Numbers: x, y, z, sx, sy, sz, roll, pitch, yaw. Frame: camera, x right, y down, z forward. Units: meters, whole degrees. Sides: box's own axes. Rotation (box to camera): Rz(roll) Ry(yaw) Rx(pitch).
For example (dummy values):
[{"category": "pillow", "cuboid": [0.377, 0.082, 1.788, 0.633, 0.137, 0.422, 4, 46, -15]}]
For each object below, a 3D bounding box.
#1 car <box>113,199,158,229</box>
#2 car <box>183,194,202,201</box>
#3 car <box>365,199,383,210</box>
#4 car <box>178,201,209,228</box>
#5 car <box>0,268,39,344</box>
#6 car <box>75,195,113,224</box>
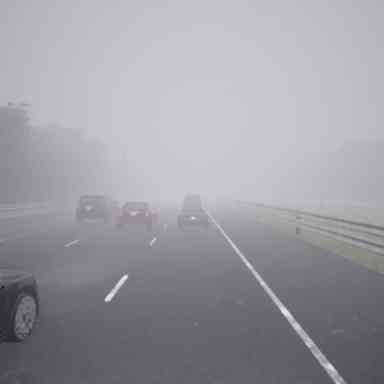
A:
[{"category": "car", "cuboid": [-3.423, 1.352, 21.698, 2.097, 1.767, 4.553, 0, 0, 0]}, {"category": "car", "cuboid": [0.059, 1.244, 39.776, 2.150, 2.045, 5.566, 0, 0, 0]}, {"category": "car", "cuboid": [25.969, 1.658, 45.194, 1.801, 1.575, 5.366, 0, 0, -23]}, {"category": "car", "cuboid": [0.076, 1.564, 22.221, 1.994, 1.385, 4.181, 0, 0, 0]}, {"category": "car", "cuboid": [-3.406, 1.491, 3.528, 2.128, 1.511, 4.902, 0, 0, 0]}, {"category": "car", "cuboid": [-6.923, 1.216, 24.929, 2.150, 2.045, 5.566, 1, 0, -1]}]
